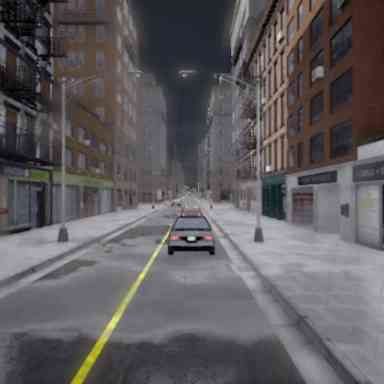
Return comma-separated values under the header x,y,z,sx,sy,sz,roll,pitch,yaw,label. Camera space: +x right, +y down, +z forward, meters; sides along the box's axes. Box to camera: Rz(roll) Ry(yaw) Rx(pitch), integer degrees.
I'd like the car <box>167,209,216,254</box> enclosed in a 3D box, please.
x,y,z,sx,sy,sz,roll,pitch,yaw,label
-0.021,1.678,13.983,2.033,1.411,5.357,0,-1,0,car

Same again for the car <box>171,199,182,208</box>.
x,y,z,sx,sy,sz,roll,pitch,yaw,label
-2.851,2.100,61.201,1.812,1.442,4.674,0,-1,0,car

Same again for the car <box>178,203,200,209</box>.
x,y,z,sx,sy,sz,roll,pitch,yaw,label
-0.044,1.872,29.102,1.895,1.301,4.718,0,0,0,car
